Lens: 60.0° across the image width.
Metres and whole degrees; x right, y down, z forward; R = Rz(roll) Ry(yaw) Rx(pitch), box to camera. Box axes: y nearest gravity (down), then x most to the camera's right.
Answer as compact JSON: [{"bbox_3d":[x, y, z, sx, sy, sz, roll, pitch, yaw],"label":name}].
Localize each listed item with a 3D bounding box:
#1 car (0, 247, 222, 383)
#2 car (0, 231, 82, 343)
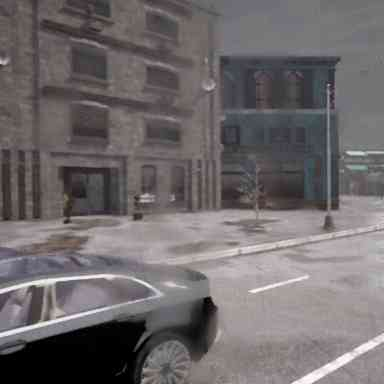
[{"bbox_3d":[-1.931,1.491,3.432,4.902,1.511,2.128,0,0,-36],"label":"car"},{"bbox_3d":[-4.167,1.569,5.278,4.181,1.385,1.994,0,0,-36],"label":"car"}]
